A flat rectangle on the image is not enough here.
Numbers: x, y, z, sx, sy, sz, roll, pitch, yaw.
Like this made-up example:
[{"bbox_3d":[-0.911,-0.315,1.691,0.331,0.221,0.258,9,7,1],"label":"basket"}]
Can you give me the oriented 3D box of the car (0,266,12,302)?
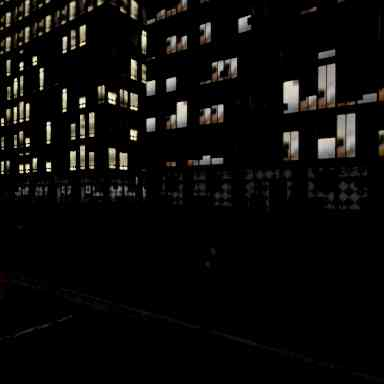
[{"bbox_3d":[-5.554,1.526,6.846,4.829,1.417,1.752,0,0,36],"label":"car"}]
